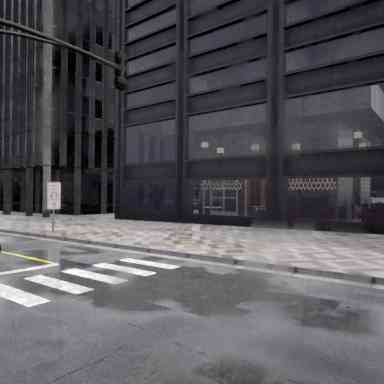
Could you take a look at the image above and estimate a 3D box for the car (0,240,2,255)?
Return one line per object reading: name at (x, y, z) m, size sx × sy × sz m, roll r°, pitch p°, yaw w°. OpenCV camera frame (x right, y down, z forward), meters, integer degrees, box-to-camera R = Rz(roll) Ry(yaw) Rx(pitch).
car at (-8.938, 1.708, 12.504) m, size 4.674 × 1.442 × 1.812 m, roll -1°, pitch -1°, yaw 38°
